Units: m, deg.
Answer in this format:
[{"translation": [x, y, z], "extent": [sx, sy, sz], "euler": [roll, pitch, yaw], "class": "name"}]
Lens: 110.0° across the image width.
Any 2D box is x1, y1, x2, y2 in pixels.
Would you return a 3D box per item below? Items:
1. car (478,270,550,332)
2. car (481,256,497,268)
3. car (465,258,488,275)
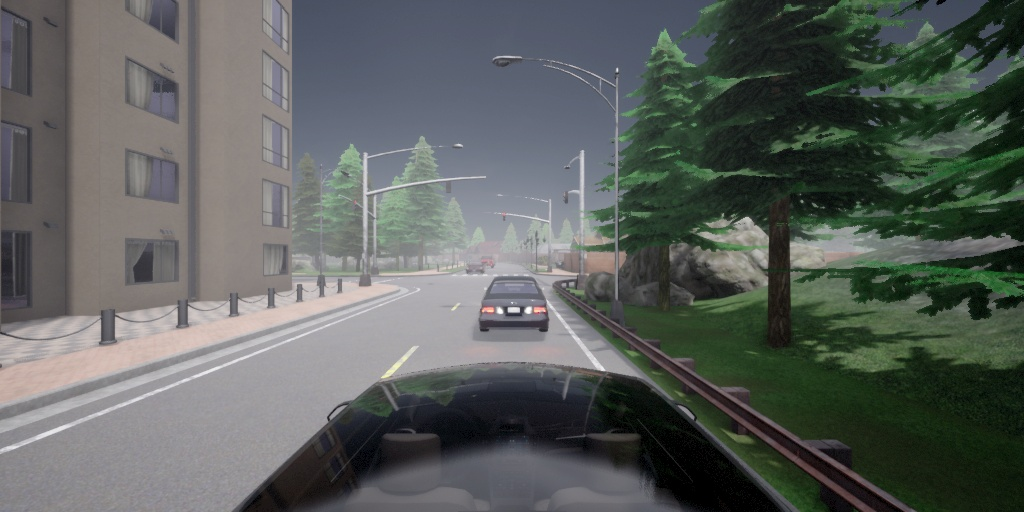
[{"translation": [0.066, 1.297, 10.825], "extent": [2.033, 1.411, 5.357], "euler": [0, 0, 1], "class": "car"}, {"translation": [-4.080, 0.942, 58.192], "extent": [2.150, 2.045, 5.566], "euler": [0, 0, 0], "class": "car"}, {"translation": [-3.948, 1.247, 39.320], "extent": [1.812, 1.442, 4.674], "euler": [0, 0, -1], "class": "car"}]
